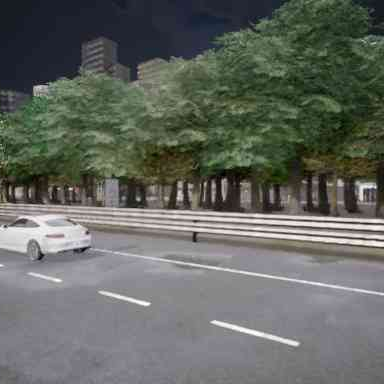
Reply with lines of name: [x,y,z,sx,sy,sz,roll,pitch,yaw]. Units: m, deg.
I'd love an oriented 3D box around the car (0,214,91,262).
car: [-5.617,1.534,12.168,4.674,1.442,1.812,0,0,35]
